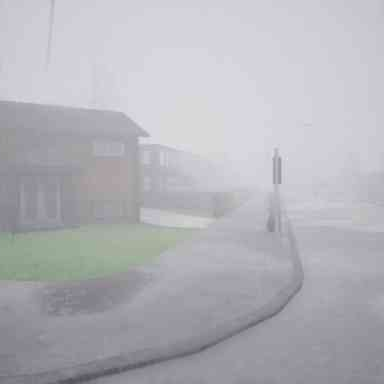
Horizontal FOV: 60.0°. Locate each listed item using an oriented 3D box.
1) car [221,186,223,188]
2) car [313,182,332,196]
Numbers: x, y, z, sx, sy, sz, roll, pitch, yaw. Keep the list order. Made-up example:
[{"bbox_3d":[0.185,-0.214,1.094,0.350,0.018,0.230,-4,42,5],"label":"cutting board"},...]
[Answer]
[{"bbox_3d":[3.546,-0.413,56.120,3.633,1.501,1.845,0,2,15],"label":"car"},{"bbox_3d":[20.277,-0.472,51.809,2.150,2.045,5.566,0,2,15],"label":"car"}]
